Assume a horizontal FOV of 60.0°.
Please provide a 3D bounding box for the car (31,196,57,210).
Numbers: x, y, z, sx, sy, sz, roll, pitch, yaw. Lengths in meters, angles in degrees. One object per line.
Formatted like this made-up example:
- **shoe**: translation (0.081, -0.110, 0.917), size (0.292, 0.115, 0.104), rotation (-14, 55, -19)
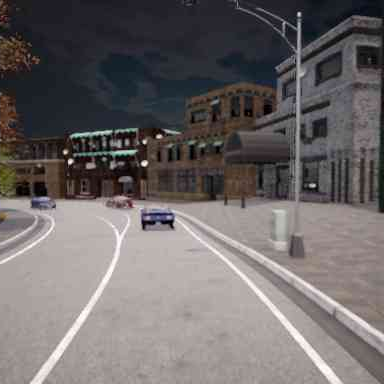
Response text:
- **car**: translation (-16.944, 1.248, 37.818), size (1.812, 1.442, 4.674), rotation (-2, 2, -41)

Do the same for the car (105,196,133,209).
- **car**: translation (-8.268, 1.124, 37.527), size (1.812, 1.442, 4.674), rotation (-1, 1, -35)

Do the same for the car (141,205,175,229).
- **car**: translation (-2.216, 1.437, 20.621), size (1.895, 1.301, 4.718), rotation (-1, 1, -9)
